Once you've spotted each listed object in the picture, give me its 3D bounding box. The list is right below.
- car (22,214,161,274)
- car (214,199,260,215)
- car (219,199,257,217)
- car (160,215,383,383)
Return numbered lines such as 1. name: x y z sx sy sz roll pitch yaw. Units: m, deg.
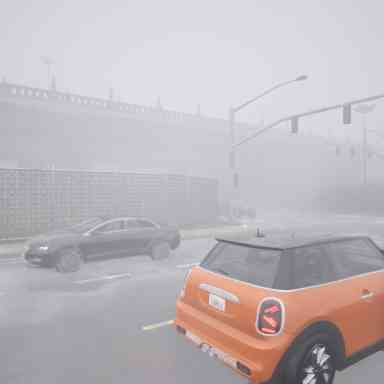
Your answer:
1. car: -2.659 1.491 10.626 4.902 1.511 2.128 0 0 -35
2. car: 4.683 1.533 35.465 1.882 1.535 5.008 0 0 -35
3. car: 3.799 1.560 30.679 1.837 1.490 4.892 0 0 -36
4. car: 2.045 1.352 5.245 4.553 1.767 2.097 0 0 -35
